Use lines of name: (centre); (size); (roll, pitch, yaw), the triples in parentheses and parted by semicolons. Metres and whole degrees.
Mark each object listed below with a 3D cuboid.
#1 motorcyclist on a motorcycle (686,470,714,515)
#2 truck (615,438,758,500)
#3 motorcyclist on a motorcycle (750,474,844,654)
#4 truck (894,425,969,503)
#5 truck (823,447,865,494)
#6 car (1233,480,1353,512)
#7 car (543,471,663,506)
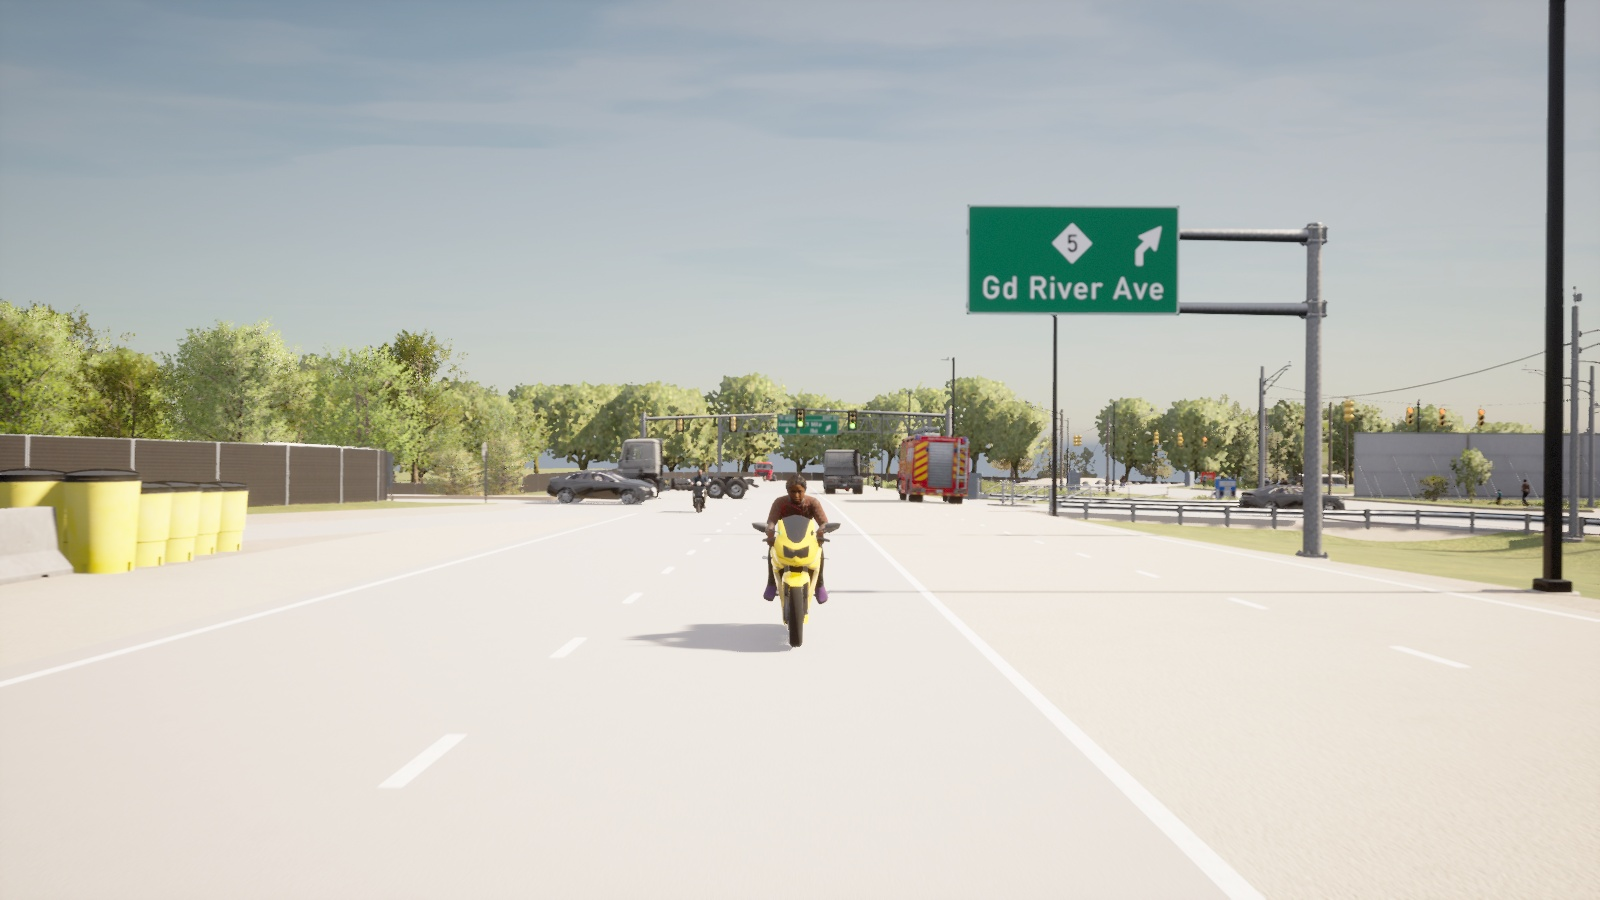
motorcyclist on a motorcycle: (-3.630, 1.524, 45.685); (0.866, 1.590, 1.817); (0, -1, -1)
truck: (-6.365, 1.095, 71.362); (7.936, 3.462, 2.891); (0, -2, -1)
motorcyclist on a motorcycle: (-0.028, 0.988, 11.707); (0.797, 1.523, 2.044); (0, -1, 0)
truck: (6.863, 0.793, 66.823); (2.891, 3.827, 8.468); (2, -1, -1)
truck: (3.271, 1.562, 95.692); (2.891, 3.462, 7.936); (0, -1, 0)
car: (23.648, 2.206, 60.391); (4.902, 1.511, 2.128); (0, -1, -2)
car: (-8.803, 1.710, 56.250); (4.902, 1.511, 2.128); (0, -1, 7)
